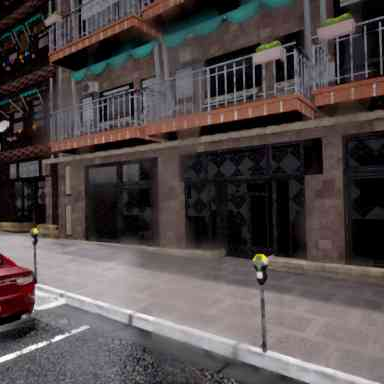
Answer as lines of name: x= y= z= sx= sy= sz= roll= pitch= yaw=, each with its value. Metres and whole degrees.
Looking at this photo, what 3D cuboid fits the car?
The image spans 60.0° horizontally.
car: x=-4.668 y=1.551 z=6.080 sx=4.507 sy=1.381 sz=1.887 roll=0 pitch=-1 yaw=36
